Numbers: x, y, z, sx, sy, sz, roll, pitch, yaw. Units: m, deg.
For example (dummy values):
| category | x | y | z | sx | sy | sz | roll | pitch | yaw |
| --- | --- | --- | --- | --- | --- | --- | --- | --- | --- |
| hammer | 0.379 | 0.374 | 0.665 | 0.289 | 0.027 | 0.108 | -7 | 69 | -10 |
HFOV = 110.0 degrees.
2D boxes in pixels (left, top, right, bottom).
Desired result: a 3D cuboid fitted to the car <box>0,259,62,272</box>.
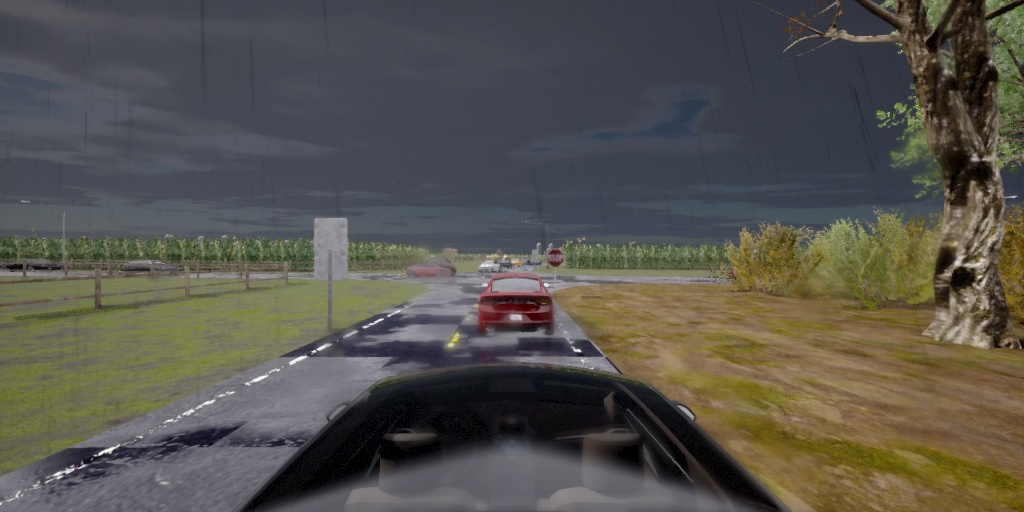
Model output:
| category | x | y | z | sx | sy | sz | roll | pitch | yaw |
| --- | --- | --- | --- | --- | --- | --- | --- | --- | --- |
| car | -50.475 | 1.005 | 37.552 | 4.718 | 1.301 | 1.895 | 0 | 0 | 4 |

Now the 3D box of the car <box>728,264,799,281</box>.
| category | x | y | z | sx | sy | sz | roll | pitch | yaw |
| --- | --- | --- | --- | --- | --- | --- | --- | --- | --- |
| car | 20.448 | 1.412 | 29.499 | 4.674 | 1.442 | 1.812 | 0 | 0 | 5 |

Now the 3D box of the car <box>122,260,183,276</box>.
| category | x | y | z | sx | sy | sz | roll | pitch | yaw |
| --- | --- | --- | --- | --- | --- | --- | --- | --- | --- |
| car | -33.048 | 1.051 | 32.941 | 4.674 | 1.442 | 1.812 | 0 | 0 | 3 |

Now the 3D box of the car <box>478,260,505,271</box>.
| category | x | y | z | sx | sy | sz | roll | pitch | yaw |
| --- | --- | --- | --- | --- | --- | --- | --- | --- | --- |
| car | -2.783 | 1.291 | 45.356 | 1.812 | 1.442 | 4.674 | 0 | 0 | 15 |

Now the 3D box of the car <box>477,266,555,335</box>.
| category | x | y | z | sx | sy | sz | roll | pitch | yaw |
| --- | --- | --- | --- | --- | --- | --- | --- | --- | --- |
| car | 0.105 | 1.228 | 10.499 | 1.882 | 1.535 | 5.008 | 0 | 0 | 0 |

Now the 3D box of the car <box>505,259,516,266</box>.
| category | x | y | z | sx | sy | sz | roll | pitch | yaw |
| --- | --- | --- | --- | --- | --- | --- | --- | --- | --- |
| car | -1.064 | 1.323 | 56.333 | 2.033 | 1.411 | 5.357 | 0 | 0 | 7 |

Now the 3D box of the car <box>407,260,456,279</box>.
| category | x | y | z | sx | sy | sz | roll | pitch | yaw |
| --- | --- | --- | --- | --- | --- | --- | --- | --- | --- |
| car | -7.106 | 1.274 | 31.657 | 4.181 | 1.385 | 1.994 | 0 | 0 | 4 |
